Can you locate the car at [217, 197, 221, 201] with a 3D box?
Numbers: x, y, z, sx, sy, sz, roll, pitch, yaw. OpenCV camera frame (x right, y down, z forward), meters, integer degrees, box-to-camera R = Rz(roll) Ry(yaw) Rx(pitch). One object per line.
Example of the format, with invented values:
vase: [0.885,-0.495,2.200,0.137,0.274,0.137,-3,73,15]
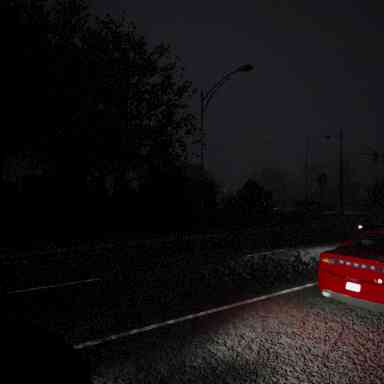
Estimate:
car: [3.925,1.455,56.649,1.812,1.442,4.674,0,1,-32]

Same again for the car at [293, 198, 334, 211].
car: [14.476,1.478,39.839,1.882,1.535,5.008,0,0,-33]

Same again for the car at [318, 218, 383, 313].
car: [4.783,1.478,7.136,5.008,1.535,1.882,0,0,-35]

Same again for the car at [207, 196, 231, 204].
car: [4.958,1.486,61.966,1.895,1.301,4.718,0,1,-32]

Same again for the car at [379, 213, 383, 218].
car: [9.406,1.601,15.027,4.718,1.301,1.895,0,0,-36]

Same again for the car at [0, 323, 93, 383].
car: [-2.969,1.492,1.636,4.902,1.511,2.128,0,0,-35]
